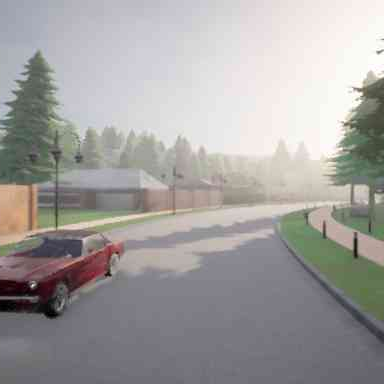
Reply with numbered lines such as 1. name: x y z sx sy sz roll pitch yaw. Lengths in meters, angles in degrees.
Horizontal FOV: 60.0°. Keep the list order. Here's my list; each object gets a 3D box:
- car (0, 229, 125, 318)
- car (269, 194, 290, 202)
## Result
1. car: -3.091 1.596 7.590 1.895 1.301 4.718 0 0 6
2. car: 20.041 1.354 77.659 3.866 1.878 1.905 0 0 38
